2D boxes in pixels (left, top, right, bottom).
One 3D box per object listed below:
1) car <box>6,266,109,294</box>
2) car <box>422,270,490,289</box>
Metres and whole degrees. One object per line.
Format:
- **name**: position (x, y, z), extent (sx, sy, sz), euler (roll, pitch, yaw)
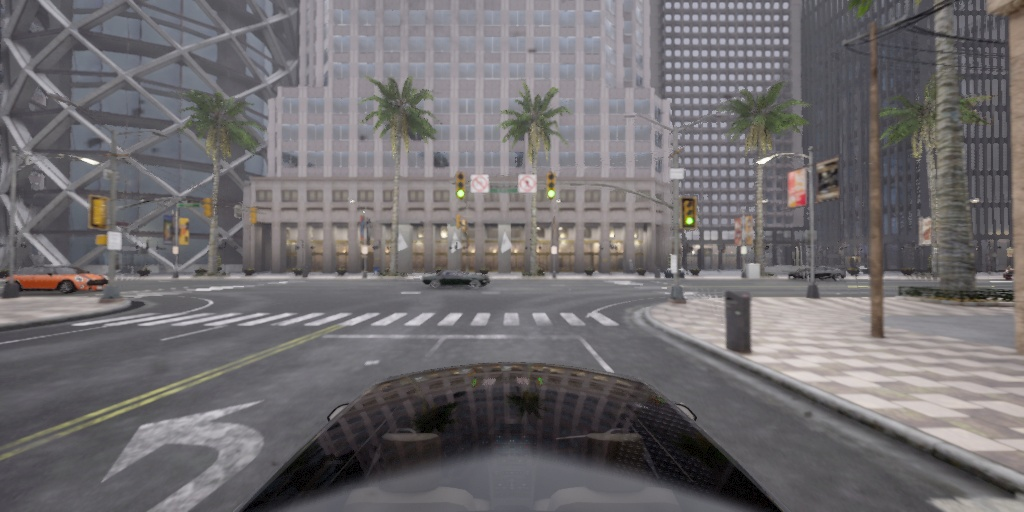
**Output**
- **car**: position (-27.915, 1.392, 22.252), extent (4.553, 1.767, 2.097), euler (0, -1, -3)
- **car**: position (-3.997, 1.695, 26.123), extent (4.718, 1.301, 1.895), euler (0, -1, 7)
